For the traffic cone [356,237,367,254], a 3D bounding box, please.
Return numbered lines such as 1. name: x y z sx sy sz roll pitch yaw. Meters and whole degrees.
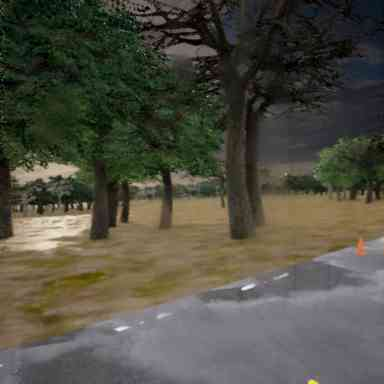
1. traffic cone: 6.147 1.939 12.099 0.340 0.580 0.340 -1 0 -44
